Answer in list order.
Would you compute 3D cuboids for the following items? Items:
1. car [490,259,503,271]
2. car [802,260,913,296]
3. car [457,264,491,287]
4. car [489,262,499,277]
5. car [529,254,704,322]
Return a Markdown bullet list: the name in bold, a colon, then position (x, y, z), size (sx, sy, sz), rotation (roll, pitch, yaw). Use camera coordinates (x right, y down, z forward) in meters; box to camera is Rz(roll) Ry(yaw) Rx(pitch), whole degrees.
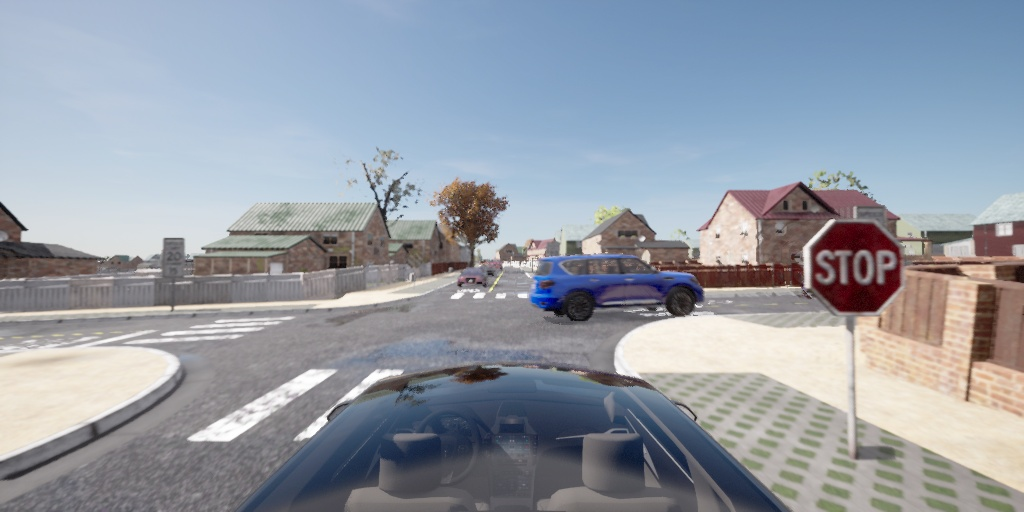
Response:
- **car**: position (-2.774, 1.504, 61.565), size (2.150, 2.045, 5.566), rotation (0, -1, 0)
- **car**: position (15.634, 0.961, 15.986), size (4.553, 1.767, 2.097), rotation (-1, -2, -4)
- **car**: position (-2.859, 1.547, 26.796), size (1.994, 1.385, 4.181), rotation (0, 0, 0)
- **car**: position (-2.863, 1.700, 40.705), size (1.895, 1.301, 4.718), rotation (0, 0, 0)
- **car**: position (3.332, 0.965, 11.856), size (5.566, 2.045, 2.150), rotation (-2, -2, -8)
